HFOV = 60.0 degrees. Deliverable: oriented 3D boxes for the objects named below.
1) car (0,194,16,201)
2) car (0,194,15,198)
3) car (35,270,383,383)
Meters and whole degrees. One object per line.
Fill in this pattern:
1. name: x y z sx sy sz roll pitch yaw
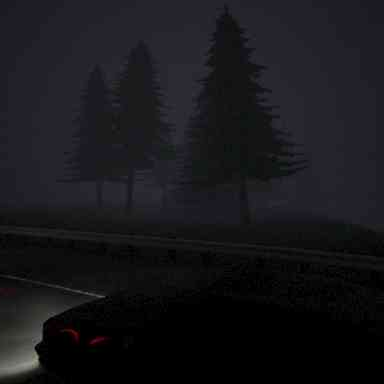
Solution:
1. car: -46.365 1.353 83.584 2.097 1.767 4.553 0 0 -3
2. car: -39.401 1.524 71.792 1.812 1.442 4.674 0 0 8
3. car: 0.783 1.547 3.176 5.357 1.411 2.033 0 0 34
